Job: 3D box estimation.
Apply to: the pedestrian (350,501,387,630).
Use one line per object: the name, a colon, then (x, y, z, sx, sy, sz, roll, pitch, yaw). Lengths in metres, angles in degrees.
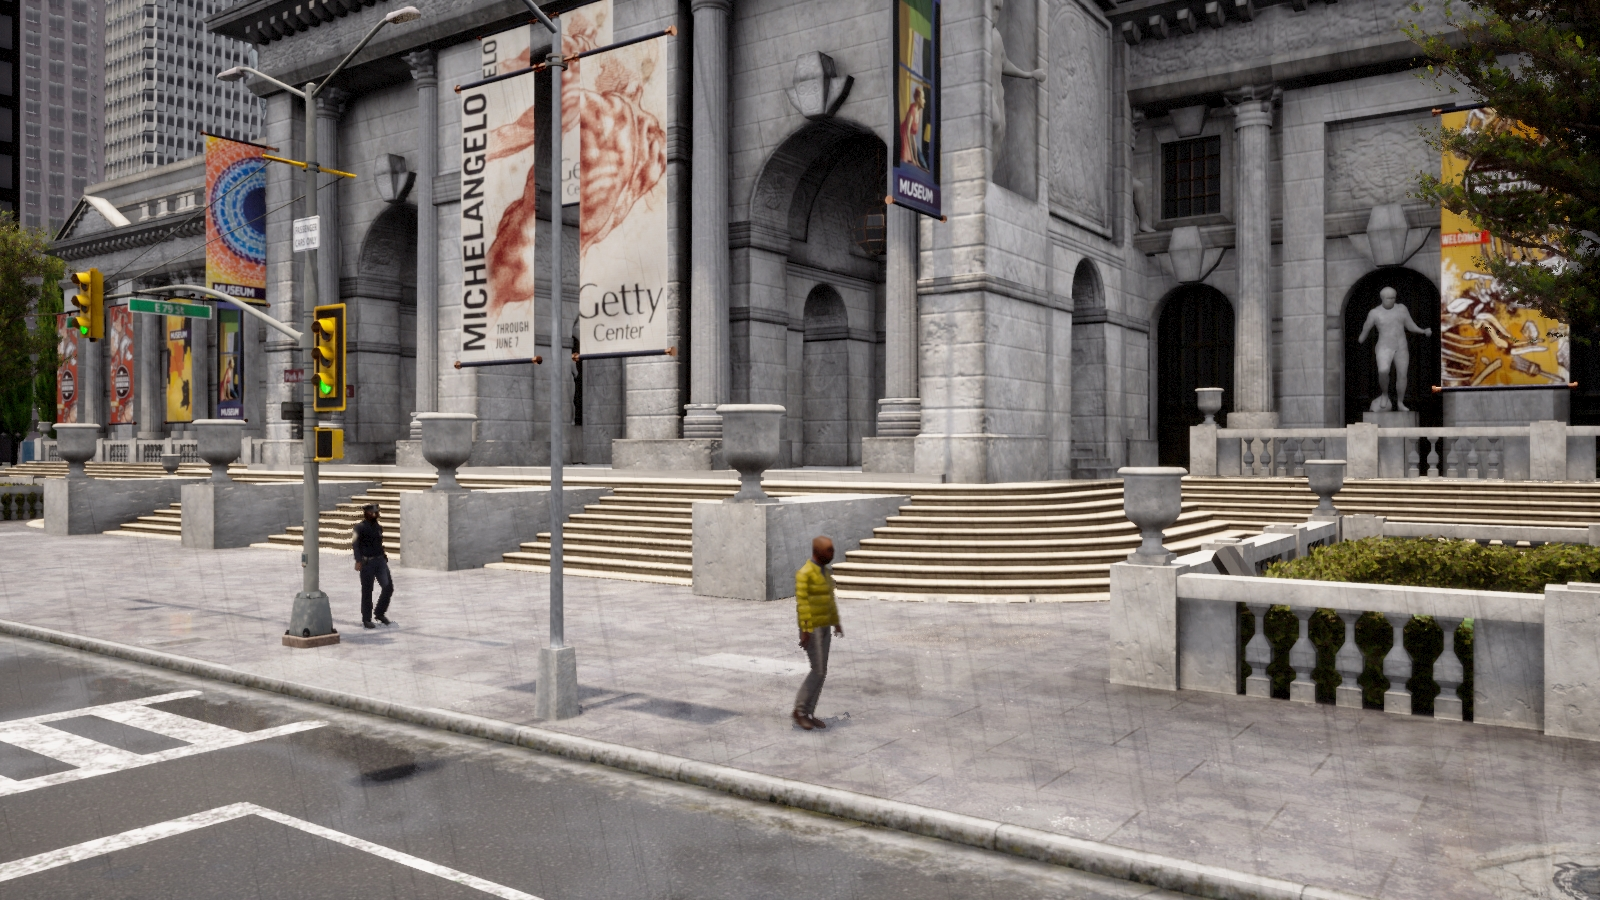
pedestrian: (-6.367, 1.690, 16.863, 0.375, 1.860, 0.375, 0, 0, 37)

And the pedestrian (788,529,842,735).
pedestrian: (0.143, 1.694, 10.764, 0.375, 1.860, 0.375, 0, 0, 31)
